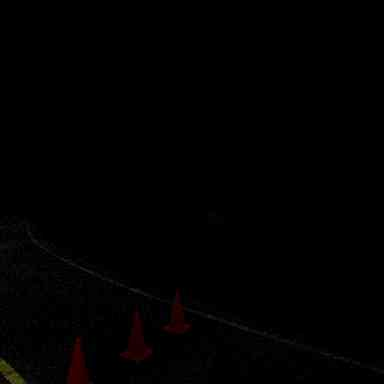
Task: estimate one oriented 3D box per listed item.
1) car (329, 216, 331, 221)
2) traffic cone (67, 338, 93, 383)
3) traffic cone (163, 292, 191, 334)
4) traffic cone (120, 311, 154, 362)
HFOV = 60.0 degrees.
[{"bbox_3d":[35.615,6.632,82.733,1.851,1.617,3.988,-4,-3,4],"label":"car"},{"bbox_3d":[-1.277,1.945,3.735,0.340,0.580,0.340,1,1,31],"label":"traffic cone"},{"bbox_3d":[-0.239,1.931,5.435,0.340,0.580,0.340,1,1,31],"label":"traffic cone"},{"bbox_3d":[-0.758,1.938,4.585,0.340,0.580,0.340,1,1,31],"label":"traffic cone"}]
